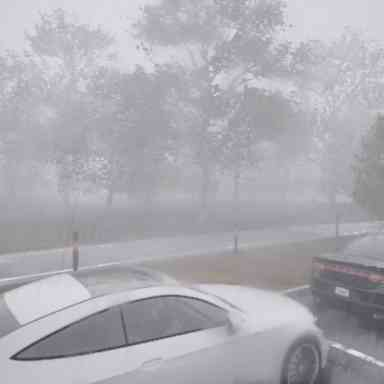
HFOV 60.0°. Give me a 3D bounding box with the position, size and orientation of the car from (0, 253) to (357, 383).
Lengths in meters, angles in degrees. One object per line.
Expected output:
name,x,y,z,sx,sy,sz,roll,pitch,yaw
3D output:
car,-0.567,1.543,3.508,4.674,1.452,2.002,0,-1,-34

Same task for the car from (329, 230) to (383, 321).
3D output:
car,4.643,1.516,6.931,5.008,1.535,2.097,-1,0,-32
